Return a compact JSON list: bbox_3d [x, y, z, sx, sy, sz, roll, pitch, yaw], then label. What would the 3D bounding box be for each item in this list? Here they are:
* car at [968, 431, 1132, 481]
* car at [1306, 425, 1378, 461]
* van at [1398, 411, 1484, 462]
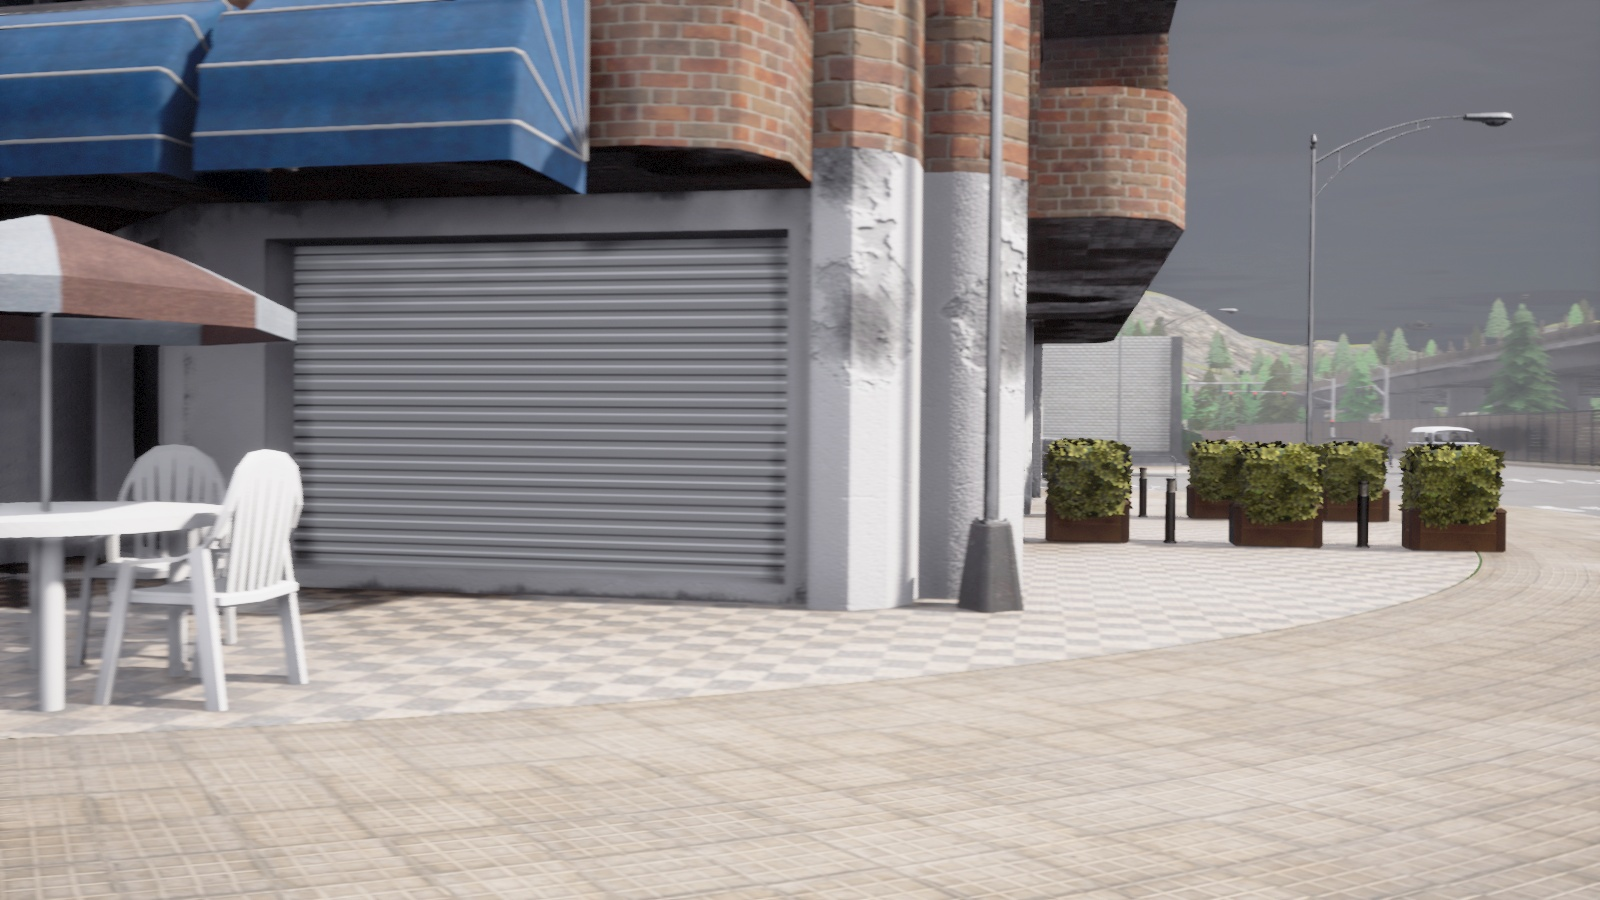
[{"bbox_3d":[7.807,0.192,39.336,4.892,1.490,1.837,0,1,11],"label":"car"},{"bbox_3d":[23.770,-0.336,55.220,2.007,1.525,4.514,0,1,11],"label":"car"},{"bbox_3d":[26.835,-0.555,52.716,2.069,2.038,4.480,0,0,11],"label":"van"}]
